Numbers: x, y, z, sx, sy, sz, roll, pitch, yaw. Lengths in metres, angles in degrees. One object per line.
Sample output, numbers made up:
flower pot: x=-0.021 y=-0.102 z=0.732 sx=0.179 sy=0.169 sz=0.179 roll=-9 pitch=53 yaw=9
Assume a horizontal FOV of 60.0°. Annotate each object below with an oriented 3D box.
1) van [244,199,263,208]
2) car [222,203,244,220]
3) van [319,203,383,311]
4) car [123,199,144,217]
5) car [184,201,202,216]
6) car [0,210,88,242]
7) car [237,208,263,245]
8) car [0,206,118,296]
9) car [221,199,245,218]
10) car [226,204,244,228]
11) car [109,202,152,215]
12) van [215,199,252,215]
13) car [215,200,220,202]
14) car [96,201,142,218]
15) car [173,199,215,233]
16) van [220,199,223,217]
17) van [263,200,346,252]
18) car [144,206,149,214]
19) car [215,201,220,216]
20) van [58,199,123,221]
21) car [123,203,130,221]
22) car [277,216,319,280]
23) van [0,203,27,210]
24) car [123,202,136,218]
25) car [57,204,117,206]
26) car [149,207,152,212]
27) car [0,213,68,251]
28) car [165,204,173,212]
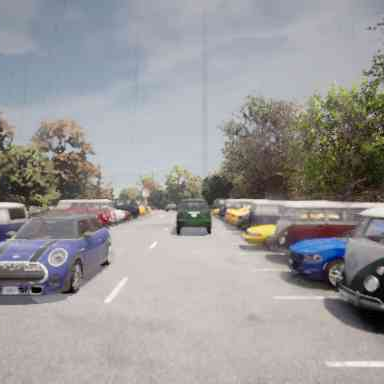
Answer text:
van: x=5.167 y=1.435 z=16.900 sx=4.442 sy=1.987 sz=1.878 roll=0 pitch=-1 yaw=0
car: x=5.051 y=1.809 z=25.331 sx=5.008 sy=1.535 sz=2.097 roll=0 pitch=-1 yaw=0
van: x=4.926 y=1.260 z=5.971 sx=4.442 sy=1.987 sz=1.878 roll=0 pitch=-1 yaw=0
car: x=-8.047 y=1.711 z=33.739 sx=5.566 sy=2.045 sz=2.435 roll=0 pitch=-1 yaw=0
car: x=0.127 y=1.995 z=41.791 sx=2.097 sy=1.767 sz=4.553 roll=0 pitch=-1 yaw=0
car: x=-8.059 y=1.701 z=17.081 sx=4.792 sy=1.488 sz=2.163 roll=0 pitch=-1 yaw=0
car: x=4.864 y=1.610 z=14.126 sx=5.366 sy=1.575 sz=1.946 roll=0 pitch=-1 yaw=0
car: x=-3.595 y=1.397 z=8.844 sx=2.097 sy=1.767 sz=4.553 roll=0 pitch=-1 yaw=0
car: x=5.026 y=1.729 z=27.979 sx=4.553 sy=1.767 sz=2.185 roll=0 pitch=-1 yaw=0
car: x=5.049 y=1.758 z=22.436 sx=5.008 sy=1.535 sz=2.097 roll=0 pitch=-1 yaw=0
car: x=-8.196 y=2.203 z=44.821 sx=5.366 sy=1.575 sz=1.946 roll=0 pitch=-1 yaw=0
van: x=5.185 y=1.898 z=41.947 sx=4.442 sy=1.987 sz=1.878 roll=0 pitch=-1 yaw=0
car: x=4.878 y=1.999 z=36.283 sx=5.366 sy=1.575 sz=1.946 roll=0 pitch=-1 yaw=0
car: x=-7.985 y=1.888 z=36.508 sx=4.553 sy=1.767 sz=2.185 roll=0 pitch=-1 yaw=0
car: x=0.115 y=1.491 z=21.816 sx=2.150 sy=2.045 sz=5.566 roll=0 pitch=-1 yaw=0
van: x=5.176 y=1.678 z=30.750 sx=4.442 sy=1.987 sz=1.878 roll=0 pitch=-1 yaw=0
van: x=4.929 y=1.339 z=11.362 sx=4.442 sy=1.987 sz=1.878 roll=0 pitch=-1 yaw=0
car: x=-8.008 y=2.069 z=39.282 sx=5.008 sy=1.535 sz=2.097 roll=0 pitch=-1 yaw=0
car: x=5.055 y=1.953 z=33.516 sx=4.892 sy=1.521 sz=2.231 roll=0 pitch=-1 yaw=0
van: x=-7.907 y=1.591 z=25.411 sx=4.442 sy=1.987 sz=1.878 roll=0 pitch=-1 yaw=0
car: x=-8.019 y=1.905 z=28.183 sx=4.674 sy=1.452 sz=2.002 roll=0 pitch=-1 yaw=0
car: x=5.050 y=1.516 z=8.588 sx=5.008 sy=1.535 sz=2.097 roll=0 pitch=-1 yaw=0
van: x=-8.150 y=1.349 z=11.533 sx=4.442 sy=1.987 sz=1.878 roll=0 pitch=-1 yaw=0
car: x=-7.990 y=1.943 z=30.958 sx=4.792 sy=1.488 sz=2.163 roll=0 pitch=-1 yaw=0
car: x=-8.020 y=1.768 z=22.632 sx=5.008 sy=1.535 sz=2.097 roll=0 pitch=-1 yaw=0
car: x=-8.007 y=2.135 z=42.053 sx=4.892 sy=1.521 sz=2.231 roll=0 pitch=-1 yaw=0
car: x=-8.029 y=1.663 z=14.304 sx=4.674 sy=1.452 sz=2.002 roll=0 pitch=-1 yaw=0
car: x=-3.463 y=2.675 z=56.701 sx=2.033 sy=1.411 sz=5.357 roll=0 pitch=-2 yaw=0
